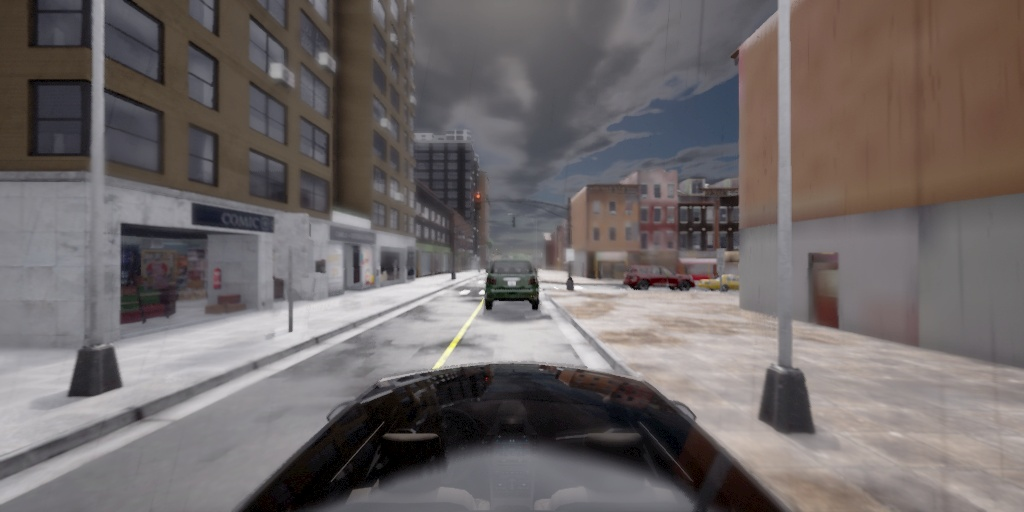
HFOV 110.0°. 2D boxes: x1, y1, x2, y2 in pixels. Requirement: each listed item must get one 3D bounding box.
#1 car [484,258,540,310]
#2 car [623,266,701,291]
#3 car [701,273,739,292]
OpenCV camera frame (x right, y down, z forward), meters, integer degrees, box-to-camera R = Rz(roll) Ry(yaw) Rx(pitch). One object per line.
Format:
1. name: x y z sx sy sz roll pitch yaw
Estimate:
1. car: 0.011 1.137 15.887 2.150 2.045 5.566 0 -1 0
2. car: 10.805 1.671 26.653 5.009 1.841 2.192 0 0 0
3. car: 16.520 1.984 26.639 4.829 1.417 1.751 0 0 0
